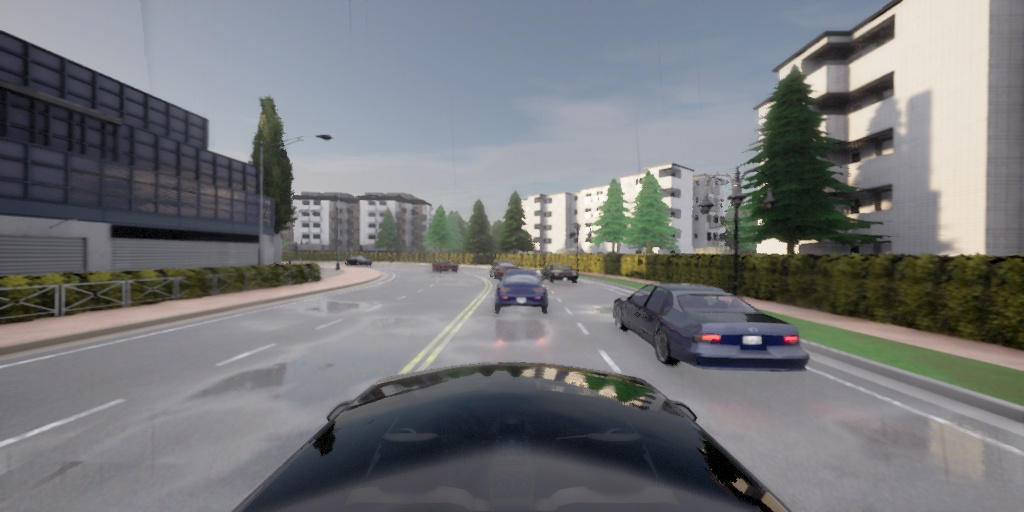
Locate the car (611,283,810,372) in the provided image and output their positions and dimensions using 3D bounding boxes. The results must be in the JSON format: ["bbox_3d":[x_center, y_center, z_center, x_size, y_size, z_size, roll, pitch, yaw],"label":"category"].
[{"bbox_3d":[3.688,1.294,7.898,2.033,1.411,5.357,1,0,2],"label":"car"}]

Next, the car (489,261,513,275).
[{"bbox_3d":[-0.666,1.099,28.769,1.812,1.442,4.674,1,0,-11],"label":"car"}]

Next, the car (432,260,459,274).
[{"bbox_3d":[-6.802,1.068,36.461,1.895,1.301,4.718,0,0,-24],"label":"car"}]

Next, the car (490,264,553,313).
[{"bbox_3d":[0.336,1.204,13.564,1.812,1.442,4.674,1,0,1],"label":"car"}]

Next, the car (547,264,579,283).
[{"bbox_3d":[3.309,1.229,26.092,1.895,1.301,4.718,1,0,-6],"label":"car"}]

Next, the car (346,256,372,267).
[{"bbox_3d":[-21.452,0.719,50.311,5.008,1.535,1.882,1,0,41],"label":"car"}]
